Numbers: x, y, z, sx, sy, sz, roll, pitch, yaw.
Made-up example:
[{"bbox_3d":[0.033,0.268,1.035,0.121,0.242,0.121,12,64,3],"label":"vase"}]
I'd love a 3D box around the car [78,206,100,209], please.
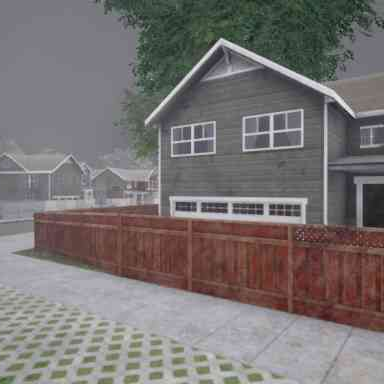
[{"bbox_3d":[-8.289,1.819,27.993,1.895,1.301,4.718,0,-1,15],"label":"car"}]
